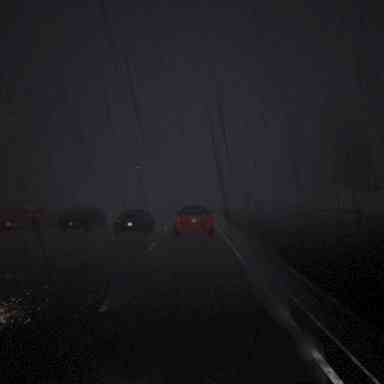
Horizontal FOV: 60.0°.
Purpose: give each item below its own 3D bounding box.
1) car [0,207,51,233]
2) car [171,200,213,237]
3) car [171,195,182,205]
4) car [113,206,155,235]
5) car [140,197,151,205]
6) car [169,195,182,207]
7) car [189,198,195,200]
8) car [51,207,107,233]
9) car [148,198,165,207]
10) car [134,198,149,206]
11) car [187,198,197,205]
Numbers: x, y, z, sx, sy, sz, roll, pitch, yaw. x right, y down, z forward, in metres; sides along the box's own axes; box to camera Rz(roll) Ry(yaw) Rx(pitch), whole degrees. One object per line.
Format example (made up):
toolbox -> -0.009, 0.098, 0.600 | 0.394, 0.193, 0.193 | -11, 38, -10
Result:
car -> -10.397, 1.683, 21.396 | 1.882, 1.535, 5.008 | 0, -1, 0
car -> 0.102, 1.539, 19.544 | 2.097, 1.767, 4.553 | 0, -1, 0
car -> -3.492, 1.775, 75.698 | 2.150, 2.045, 5.566 | 0, -1, 0
car -> -3.398, 1.758, 20.177 | 1.994, 1.385, 4.181 | 0, -1, 0
car -> -10.492, 2.028, 75.657 | 1.882, 1.535, 5.008 | 0, -1, 0
car -> -3.493, 1.982, 66.009 | 2.097, 1.767, 4.553 | 0, -1, 0
car -> 0.007, 2.200, 66.950 | 1.994, 1.385, 4.181 | 0, -1, 0
car -> -6.898, 1.683, 21.400 | 1.882, 1.535, 5.008 | 0, -1, 0
car -> -6.993, 2.238, 66.727 | 1.895, 1.301, 4.718 | 0, -1, 0
car -> -10.493, 2.199, 67.015 | 1.994, 1.385, 4.181 | 0, -1, 0
car -> 0.008, 2.074, 75.648 | 2.128, 1.511, 4.902 | 0, -1, 0
